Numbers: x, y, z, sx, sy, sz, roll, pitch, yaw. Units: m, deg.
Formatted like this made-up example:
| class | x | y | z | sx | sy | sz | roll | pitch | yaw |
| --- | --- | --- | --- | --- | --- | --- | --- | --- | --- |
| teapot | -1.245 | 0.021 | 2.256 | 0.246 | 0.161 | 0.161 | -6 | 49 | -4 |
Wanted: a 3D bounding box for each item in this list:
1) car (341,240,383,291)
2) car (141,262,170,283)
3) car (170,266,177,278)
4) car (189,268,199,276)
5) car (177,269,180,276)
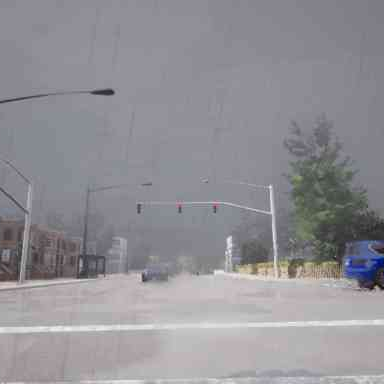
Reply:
| class | x | y | z | sx | sy | sz | roll | pitch | yaw |
| --- | --- | --- | --- | --- | --- | --- | --- | --- | --- |
| car | 9.305 | 3.076 | 14.062 | 5.566 | 2.045 | 2.150 | -2 | -13 | 5 |
| car | -3.157 | 6.787 | 28.499 | 2.097 | 1.767 | 4.553 | 0 | -13 | -4 |
| car | -3.419 | 10.868 | 45.184 | 1.837 | 1.490 | 4.892 | -1 | -13 | 0 |
| car | 0.355 | 14.644 | 61.299 | 2.033 | 1.411 | 5.357 | -1 | -13 | 0 |
| car | -3.239 | 15.027 | 62.239 | 1.895 | 1.301 | 4.718 | -1 | -13 | 0 |
